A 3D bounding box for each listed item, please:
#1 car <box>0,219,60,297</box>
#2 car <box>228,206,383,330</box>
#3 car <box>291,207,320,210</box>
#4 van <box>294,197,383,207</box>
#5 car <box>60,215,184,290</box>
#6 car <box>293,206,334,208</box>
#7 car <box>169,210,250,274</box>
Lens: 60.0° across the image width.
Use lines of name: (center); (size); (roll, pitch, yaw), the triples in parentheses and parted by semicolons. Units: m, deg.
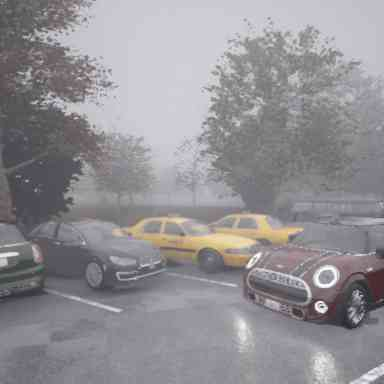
car: (-5.318, 1.358, 7.356); (4.553, 1.767, 2.185); (-1, -1, 34)
car: (3.230, 1.353, 7.038); (4.553, 1.767, 2.097); (0, 0, -35)
car: (1.801, 1.484, 12.605); (5.366, 1.575, 1.946); (-1, 0, 35)
van: (6.718, 1.253, 15.945); (4.442, 1.987, 1.878); (-1, 0, 35)
car: (-2.919, 1.487, 9.096); (4.892, 1.521, 2.231); (-1, -1, 35)
car: (4.361, 1.512, 14.205); (4.792, 1.488, 2.163); (-1, 0, 35)
car: (-0.330, 1.482, 10.693); (5.366, 1.575, 1.946); (-1, -1, 35)
